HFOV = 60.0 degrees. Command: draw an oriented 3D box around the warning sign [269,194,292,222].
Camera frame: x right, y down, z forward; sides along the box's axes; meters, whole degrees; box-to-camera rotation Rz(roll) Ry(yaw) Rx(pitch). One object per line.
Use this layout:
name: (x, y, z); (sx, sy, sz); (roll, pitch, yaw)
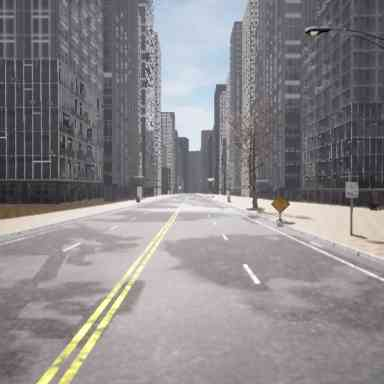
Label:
warning sign: (6.115, 1.106, 23.010); (1.300, 1.860, 1.060); (1, 1, 0)
